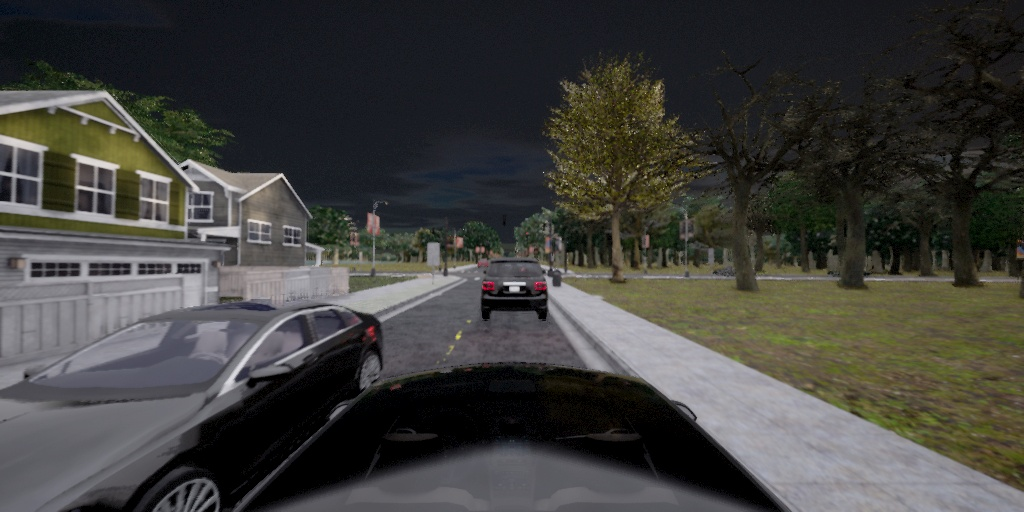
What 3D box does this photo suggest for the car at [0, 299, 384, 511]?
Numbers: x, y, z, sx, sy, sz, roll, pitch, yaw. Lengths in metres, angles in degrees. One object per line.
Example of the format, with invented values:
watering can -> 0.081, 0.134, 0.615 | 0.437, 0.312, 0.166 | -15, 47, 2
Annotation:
car -> -2.852, 1.260, 3.576 | 2.128, 1.511, 4.902 | 0, -1, 0

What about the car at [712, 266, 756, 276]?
car -> 31.395, 2.161, 50.814 | 5.357, 1.411, 2.033 | 1, -2, 0

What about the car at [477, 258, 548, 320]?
car -> 0.081, 1.083, 13.315 | 2.150, 2.045, 5.566 | 0, 0, 0
